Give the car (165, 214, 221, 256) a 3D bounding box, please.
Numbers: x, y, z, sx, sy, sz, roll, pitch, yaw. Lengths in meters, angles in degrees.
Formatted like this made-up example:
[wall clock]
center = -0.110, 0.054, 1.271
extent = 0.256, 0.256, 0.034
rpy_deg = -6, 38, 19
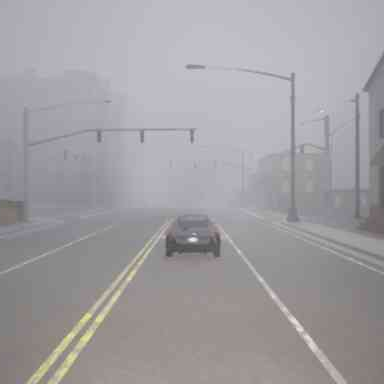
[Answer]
[car]
center = 0.049, 1.557, 13.107
extent = 1.994, 1.385, 4.181
rpy_deg = 0, 0, 0
